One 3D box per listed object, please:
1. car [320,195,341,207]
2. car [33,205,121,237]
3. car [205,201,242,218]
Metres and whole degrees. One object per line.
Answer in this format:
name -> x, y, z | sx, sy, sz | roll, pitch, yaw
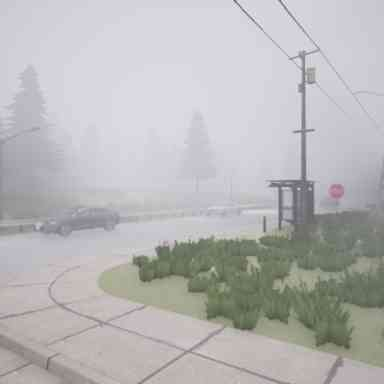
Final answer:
car -> 20.751, 1.365, 49.668 | 2.097, 1.767, 4.553 | 0, 0, 36
car -> -6.197, 1.509, 18.442 | 2.128, 1.511, 4.902 | 0, 0, 36
car -> 3.033, 1.571, 31.149 | 1.812, 1.442, 4.674 | 0, 0, 36
